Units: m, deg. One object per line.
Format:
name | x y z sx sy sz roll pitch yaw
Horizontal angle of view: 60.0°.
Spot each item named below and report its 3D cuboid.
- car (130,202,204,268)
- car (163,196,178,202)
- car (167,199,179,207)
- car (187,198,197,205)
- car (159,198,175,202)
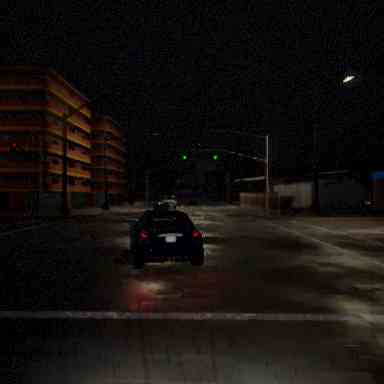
car | -1.068 1.414 11.800 2.097 1.767 4.553 0 0 -12
car | -3.540 1.613 51.555 2.150 2.045 5.566 0 0 0
car | -3.487 2.019 62.025 2.033 1.411 5.357 0 0 0
car | 0.015 2.024 69.036 1.837 1.490 4.892 0 0 0
car | -3.586 1.861 41.262 2.033 1.411 5.357 0 0 0
